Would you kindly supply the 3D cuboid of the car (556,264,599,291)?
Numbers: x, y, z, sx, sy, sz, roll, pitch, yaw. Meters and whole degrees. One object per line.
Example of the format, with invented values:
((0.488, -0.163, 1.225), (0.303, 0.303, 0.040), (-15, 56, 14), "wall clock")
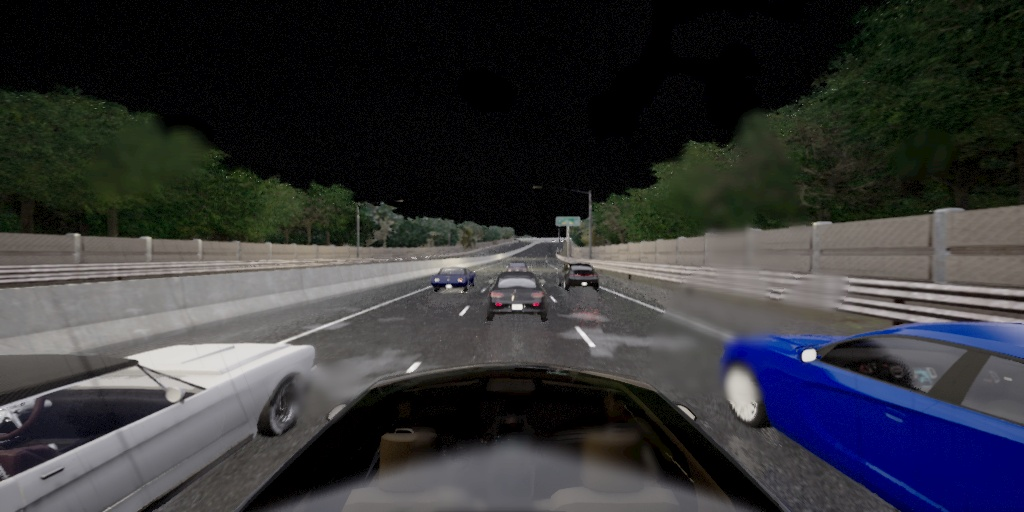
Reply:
((3.787, 1.174, 20.984), (1.837, 1.490, 4.892), (0, 0, 1), "car")

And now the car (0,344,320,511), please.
((-3.392, 1.346, 2.467), (1.895, 1.301, 4.718), (0, 0, 0), "car")

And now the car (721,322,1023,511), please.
((3.612, 1.225, 2.588), (1.882, 1.535, 5.008), (0, 0, 0), "car")

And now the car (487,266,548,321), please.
((0.168, 1.230, 12.176), (1.812, 1.442, 4.674), (0, 0, 1), "car")

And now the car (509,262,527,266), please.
((0.490, 1.174, 30.709), (2.033, 1.411, 5.357), (0, 0, 2), "car")

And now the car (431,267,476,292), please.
((-3.221, 1.267, 20.742), (1.895, 1.301, 4.718), (0, 0, 1), "car")
